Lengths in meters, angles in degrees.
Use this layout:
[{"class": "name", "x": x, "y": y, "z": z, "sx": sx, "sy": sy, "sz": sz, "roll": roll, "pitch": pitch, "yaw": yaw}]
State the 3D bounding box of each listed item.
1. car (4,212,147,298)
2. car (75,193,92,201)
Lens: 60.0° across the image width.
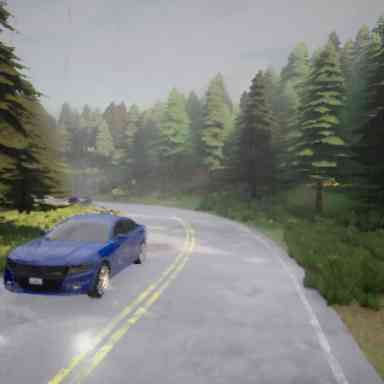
[{"class": "car", "x": -2.508, "y": 1.316, "z": 8.417, "sx": 1.882, "sy": 1.535, "sz": 5.008, "roll": 2, "pitch": 0, "yaw": 6}, {"class": "car", "x": -16.348, "y": 0.953, "z": 48.834, "sx": 2.097, "sy": 1.767, "sz": 4.553, "roll": -3, "pitch": 2, "yaw": -38}]
